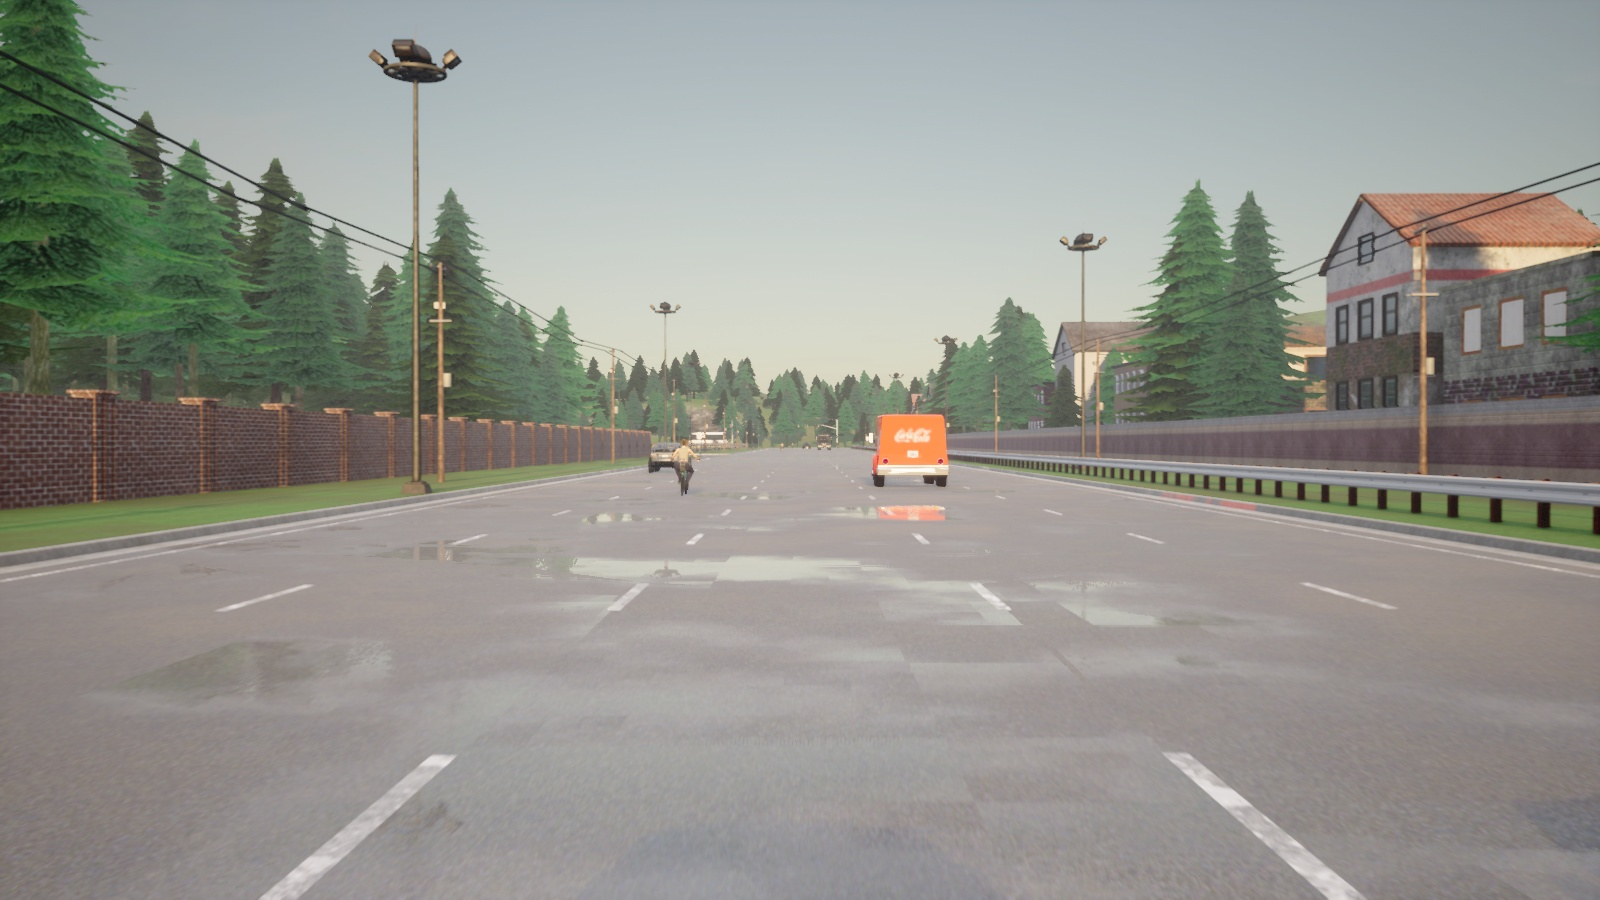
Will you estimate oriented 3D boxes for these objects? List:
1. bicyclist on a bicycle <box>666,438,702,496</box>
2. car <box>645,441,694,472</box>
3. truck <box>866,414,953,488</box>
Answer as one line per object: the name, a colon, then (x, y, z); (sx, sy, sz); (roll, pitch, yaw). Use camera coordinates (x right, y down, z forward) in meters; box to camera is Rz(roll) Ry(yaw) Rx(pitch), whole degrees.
bicyclist on a bicycle: (-3.286, 0.479, 35.709); (0.866, 1.612, 1.509); (0, 0, 1)
car: (-6.620, 0.327, 63.977); (2.007, 1.525, 4.514); (0, 0, 0)
truck: (3.768, 0.014, 44.224); (2.627, 2.467, 5.204); (0, 0, 0)
